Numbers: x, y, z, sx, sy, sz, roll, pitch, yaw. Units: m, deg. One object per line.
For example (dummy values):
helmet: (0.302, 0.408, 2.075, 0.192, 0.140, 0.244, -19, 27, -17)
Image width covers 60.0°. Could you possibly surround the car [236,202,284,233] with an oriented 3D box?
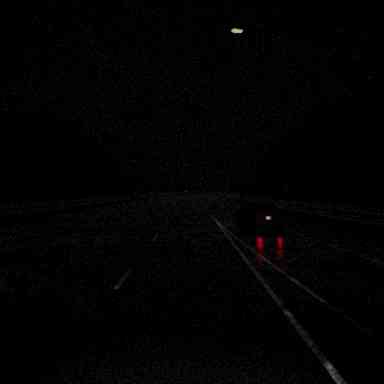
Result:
car: (3.775, 1.362, 19.068, 2.033, 1.649, 4.856, 0, 0, -2)
